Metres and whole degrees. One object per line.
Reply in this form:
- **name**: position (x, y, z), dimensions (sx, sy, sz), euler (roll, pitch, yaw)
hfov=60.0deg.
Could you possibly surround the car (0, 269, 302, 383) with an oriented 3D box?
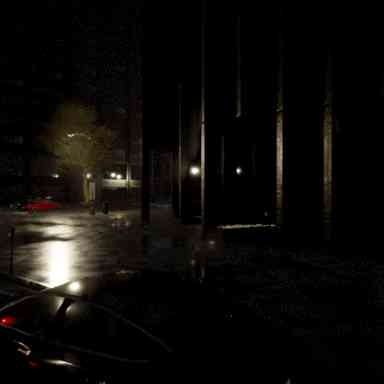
- **car**: position (-1.013, 1.566, 3.674), dimensions (4.313, 1.339, 1.947), euler (0, 0, 35)

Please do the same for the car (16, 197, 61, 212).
- **car**: position (-17.145, 1.505, 37.797), dimensions (1.994, 1.385, 4.181), euler (0, 0, 35)

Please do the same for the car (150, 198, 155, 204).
- **car**: position (-5.668, 1.441, 59.590), dimensions (1.994, 1.385, 4.181), euler (0, 0, 36)

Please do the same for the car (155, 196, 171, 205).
- **car**: position (-3.645, 1.420, 56.832), dimensions (1.812, 1.442, 4.674), euler (0, 0, 36)

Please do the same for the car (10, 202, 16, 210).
- **car**: position (-19.379, 1.428, 40.267), dimensions (1.837, 1.490, 4.892), euler (0, 0, 35)
